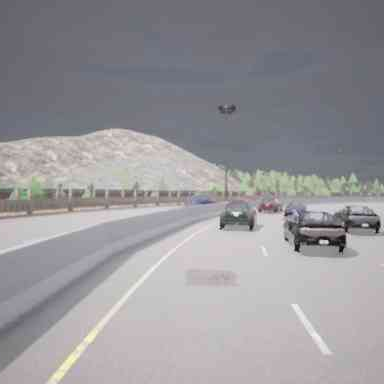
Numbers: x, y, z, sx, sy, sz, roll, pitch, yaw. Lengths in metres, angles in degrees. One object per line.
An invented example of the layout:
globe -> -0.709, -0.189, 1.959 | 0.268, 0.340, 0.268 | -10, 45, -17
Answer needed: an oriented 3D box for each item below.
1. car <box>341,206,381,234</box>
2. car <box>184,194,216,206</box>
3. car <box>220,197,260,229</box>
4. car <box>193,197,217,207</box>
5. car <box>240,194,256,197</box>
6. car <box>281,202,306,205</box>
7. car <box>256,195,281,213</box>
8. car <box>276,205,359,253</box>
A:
car -> 9.868, 1.573, 20.171 | 2.128, 1.511, 4.902 | 0, 0, 14
car -> 1.034, 1.316, 46.479 | 2.150, 2.045, 5.566 | 0, 0, 27
car -> 3.178, 1.408, 22.139 | 2.097, 1.767, 4.553 | 0, 0, 14
car -> 2.221, 1.592, 55.720 | 1.882, 1.535, 5.008 | 0, 0, 31
car -> 8.861, 1.366, 53.193 | 2.150, 2.045, 5.566 | 0, 0, 33
car -> 10.060, 1.669, 32.068 | 1.994, 1.385, 4.181 | 0, 0, 21
car -> 9.289, 1.466, 39.005 | 2.097, 1.767, 4.553 | 0, 0, 25
car -> 4.986, 1.540, 13.998 | 2.128, 1.511, 4.902 | 0, 0, 9
